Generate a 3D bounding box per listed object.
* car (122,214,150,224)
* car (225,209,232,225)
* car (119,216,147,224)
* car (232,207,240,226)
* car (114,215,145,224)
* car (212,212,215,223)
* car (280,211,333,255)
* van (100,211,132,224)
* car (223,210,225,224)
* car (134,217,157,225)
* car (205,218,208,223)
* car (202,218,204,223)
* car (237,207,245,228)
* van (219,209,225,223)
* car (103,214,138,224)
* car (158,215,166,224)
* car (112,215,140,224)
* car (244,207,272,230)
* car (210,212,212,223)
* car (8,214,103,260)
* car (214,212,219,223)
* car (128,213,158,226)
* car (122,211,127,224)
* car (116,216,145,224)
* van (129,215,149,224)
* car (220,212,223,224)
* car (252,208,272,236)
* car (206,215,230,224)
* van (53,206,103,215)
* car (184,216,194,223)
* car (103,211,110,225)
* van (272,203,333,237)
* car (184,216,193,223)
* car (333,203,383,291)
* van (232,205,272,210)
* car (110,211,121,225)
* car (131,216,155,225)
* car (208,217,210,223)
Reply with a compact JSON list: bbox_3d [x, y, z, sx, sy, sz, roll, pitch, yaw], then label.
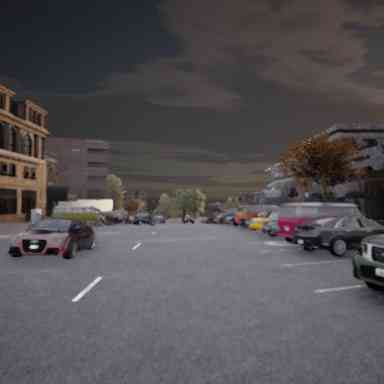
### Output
[{"bbox_3d":[-12.168,5.863,71.799,5.566,2.045,2.435,1,-6,-21],"label":"car"},{"bbox_3d":[6.221,2.715,33.897,4.792,1.488,2.163,2,-5,-20],"label":"car"},{"bbox_3d":[-12.256,5.803,68.743,5.366,1.575,1.946,1,-6,-21],"label":"car"},{"bbox_3d":[6.308,2.296,28.063,5.008,1.535,2.097,2,-4,-20],"label":"car"},{"bbox_3d":[-11.798,5.221,62.923,5.366,1.575,1.946,1,-6,-21],"label":"car"},{"bbox_3d":[6.003,3.993,51.455,4.553,1.767,2.185,3,-6,-21],"label":"car"},{"bbox_3d":[6.381,1.672,13.455,4.892,1.521,2.231,1,-2,-20],"label":"car"},{"bbox_3d":[-11.672,3.895,51.004,4.442,1.987,1.878,1,-6,-21],"label":"van"},{"bbox_3d":[6.222,2.948,36.822,4.674,1.452,2.002,2,-5,-21],"label":"car"},{"bbox_3d":[-12.521,7.775,89.694,5.566,2.045,2.435,1,-6,-21],"label":"car"},{"bbox_3d":[5.922,4.671,60.254,5.566,2.045,2.435,3,-6,-21],"label":"car"},{"bbox_3d":[5.521,6.549,77.733,4.553,1.767,2.185,3,-7,-21],"label":"car"},{"bbox_3d":[6.330,2.131,25.140,4.892,1.521,2.231,2,-3,-20],"label":"car"},{"bbox_3d":[6.261,3.156,42.741,4.442,1.987,1.878,3,-5,-21],"label":"van"},{"bbox_3d":[-11.649,4.387,53.989,5.366,1.575,1.946,1,-6,-21],"label":"car"},{"bbox_3d":[-5.502,4.667,56.780,1.812,1.442,4.674,0,-5,0],"label":"car"},{"bbox_3d":[-11.891,4.968,59.889,4.792,1.488,2.163,1,-6,-21],"label":"car"},{"bbox_3d":[6.515,1.989,22.290,5.366,1.575,1.946,2,-3,-20],"label":"car"},{"bbox_3d":[5.982,4.382,54.371,4.892,1.521,2.231,3,-6,-21],"label":"car"},{"bbox_3d":[-5.112,1.690,12.751,1.994,1.385,4.181,2,-3,0],"label":"car"},{"bbox_3d":[6.119,3.618,45.605,5.008,1.535,2.097,3,-5,-21],"label":"car"},{"bbox_3d":[-5.294,2.968,36.557,2.033,1.411,5.357,0,-5,-1],"label":"car"},{"bbox_3d":[-11.689,3.644,44.971,4.674,1.452,2.002,1,-5,-21],"label":"car"},{"bbox_3d":[-12.197,5.506,65.767,5.366,1.575,1.946,1,-6,-21],"label":"car"},{"bbox_3d":[-12.378,6.512,77.719,4.442,1.987,1.878,1,-6,-21],"label":"van"},{"bbox_3d":[6.189,3.179,39.752,4.674,1.452,2.002,3,-5,-21],"label":"car"},{"bbox_3d":[6.369,1.863,19.297,4.892,1.521,2.231,2,-2,-20],"label":"car"},{"bbox_3d":[5.645,5.940,71.900,4.553,1.767,2.185,3,-7,-21],"label":"car"},{"bbox_3d":[-11.449,2.431,33.100,4.442,1.987,1.878,1,-4,-20],"label":"van"},{"bbox_3d":[-0.534,5.109,60.767,1.895,1.301,4.718,0,-5,-1],"label":"car"},{"bbox_3d":[-11.621,2.754,36.025,4.553,1.767,2.185,1,-5,-21],"label":"car"},{"bbox_3d":[6.487,1.534,16.425,4.442,1.987,1.878,2,-3,-20],"label":"van"},{"bbox_3d":[-0.722,5.918,70.790,1.895,1.301,4.718,0,-6,-1],"label":"car"},{"bbox_3d":[6.386,1.311,7.581,5.566,2.045,2.435,1,-1,-20],"label":"car"},{"bbox_3d":[6.388,2.260,31.044,4.442,1.987,1.878,2,-4,-20],"label":"van"},{"bbox_3d":[-11.604,2.867,39.047,5.566,2.045,2.435,1,-5,-21],"label":"car"},{"bbox_3d":[-12.428,7.130,83.710,5.566,2.045,2.435,1,-6,-21],"label":"car"},{"bbox_3d":[5.936,4.646,57.297,4.892,1.521,2.231,3,-6,-21],"label":"car"}]
